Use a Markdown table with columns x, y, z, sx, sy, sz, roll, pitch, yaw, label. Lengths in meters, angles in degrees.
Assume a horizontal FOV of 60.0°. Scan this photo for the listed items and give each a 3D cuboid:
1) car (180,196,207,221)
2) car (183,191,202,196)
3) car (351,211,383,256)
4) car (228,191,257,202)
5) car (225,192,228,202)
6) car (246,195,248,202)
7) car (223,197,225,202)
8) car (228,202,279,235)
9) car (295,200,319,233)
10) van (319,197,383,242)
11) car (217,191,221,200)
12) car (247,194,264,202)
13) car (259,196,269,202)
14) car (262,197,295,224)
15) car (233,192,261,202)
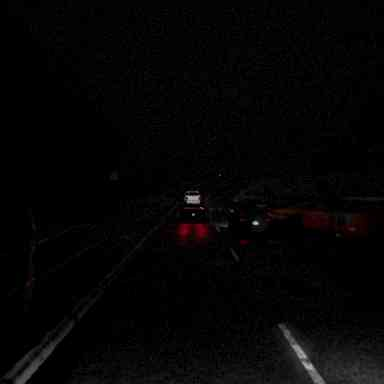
| x | y | z | sx | sy | sz | roll | pitch | yaw | label |
| --- | --- | --- | --- | --- | --- | --- | --- | --- | --- |
| 0.103 | 1.311 | 25.277 | 2.128 | 1.511 | 4.902 | 0 | 1 | 0 | car |
| 0.096 | 0.873 | 42.609 | 2.150 | 2.045 | 5.566 | 0 | 0 | -1 | car |
| 8.067 | 1.489 | 11.209 | 4.674 | 1.452 | 2.002 | 1 | 0 | -20 | car |
| 8.105 | 0.882 | 44.032 | 5.566 | 2.045 | 2.435 | 1 | 0 | -20 | car |
| 8.070 | 1.098 | 49.983 | 4.892 | 1.521 | 2.231 | 1 | 0 | -20 | car |
| 8.070 | 1.276 | 32.092 | 4.674 | 1.452 | 2.002 | 1 | 0 | -20 | car |
| 8.251 | 1.079 | 53.031 | 5.366 | 1.575 | 1.946 | 1 | 0 | -20 | car |
| 3.103 | 1.461 | 18.191 | 1.994 | 1.385 | 4.181 | 0 | 1 | 0 | car |
| 8.045 | 1.275 | 17.167 | 4.553 | 1.767 | 2.185 | 1 | 0 | -20 | car |
| 7.967 | 1.202 | 14.139 | 4.442 | 1.987 | 1.878 | 1 | 1 | -20 | van |
| 7.905 | 1.033 | 61.846 | 5.366 | 1.575 | 1.946 | 1 | 1 | -20 | car |
| 7.901 | 1.262 | 29.043 | 5.366 | 1.575 | 1.946 | 1 | 1 | -20 | car |
| 8.100 | 1.331 | 26.140 | 4.792 | 1.488 | 2.163 | 1 | 0 | -20 | car |
| 7.900 | 1.332 | 23.078 | 5.366 | 1.575 | 1.946 | 1 | 1 | -20 | car |
| 8.085 | 1.157 | 41.032 | 4.892 | 1.521 | 2.231 | 1 | 1 | -20 | car |
